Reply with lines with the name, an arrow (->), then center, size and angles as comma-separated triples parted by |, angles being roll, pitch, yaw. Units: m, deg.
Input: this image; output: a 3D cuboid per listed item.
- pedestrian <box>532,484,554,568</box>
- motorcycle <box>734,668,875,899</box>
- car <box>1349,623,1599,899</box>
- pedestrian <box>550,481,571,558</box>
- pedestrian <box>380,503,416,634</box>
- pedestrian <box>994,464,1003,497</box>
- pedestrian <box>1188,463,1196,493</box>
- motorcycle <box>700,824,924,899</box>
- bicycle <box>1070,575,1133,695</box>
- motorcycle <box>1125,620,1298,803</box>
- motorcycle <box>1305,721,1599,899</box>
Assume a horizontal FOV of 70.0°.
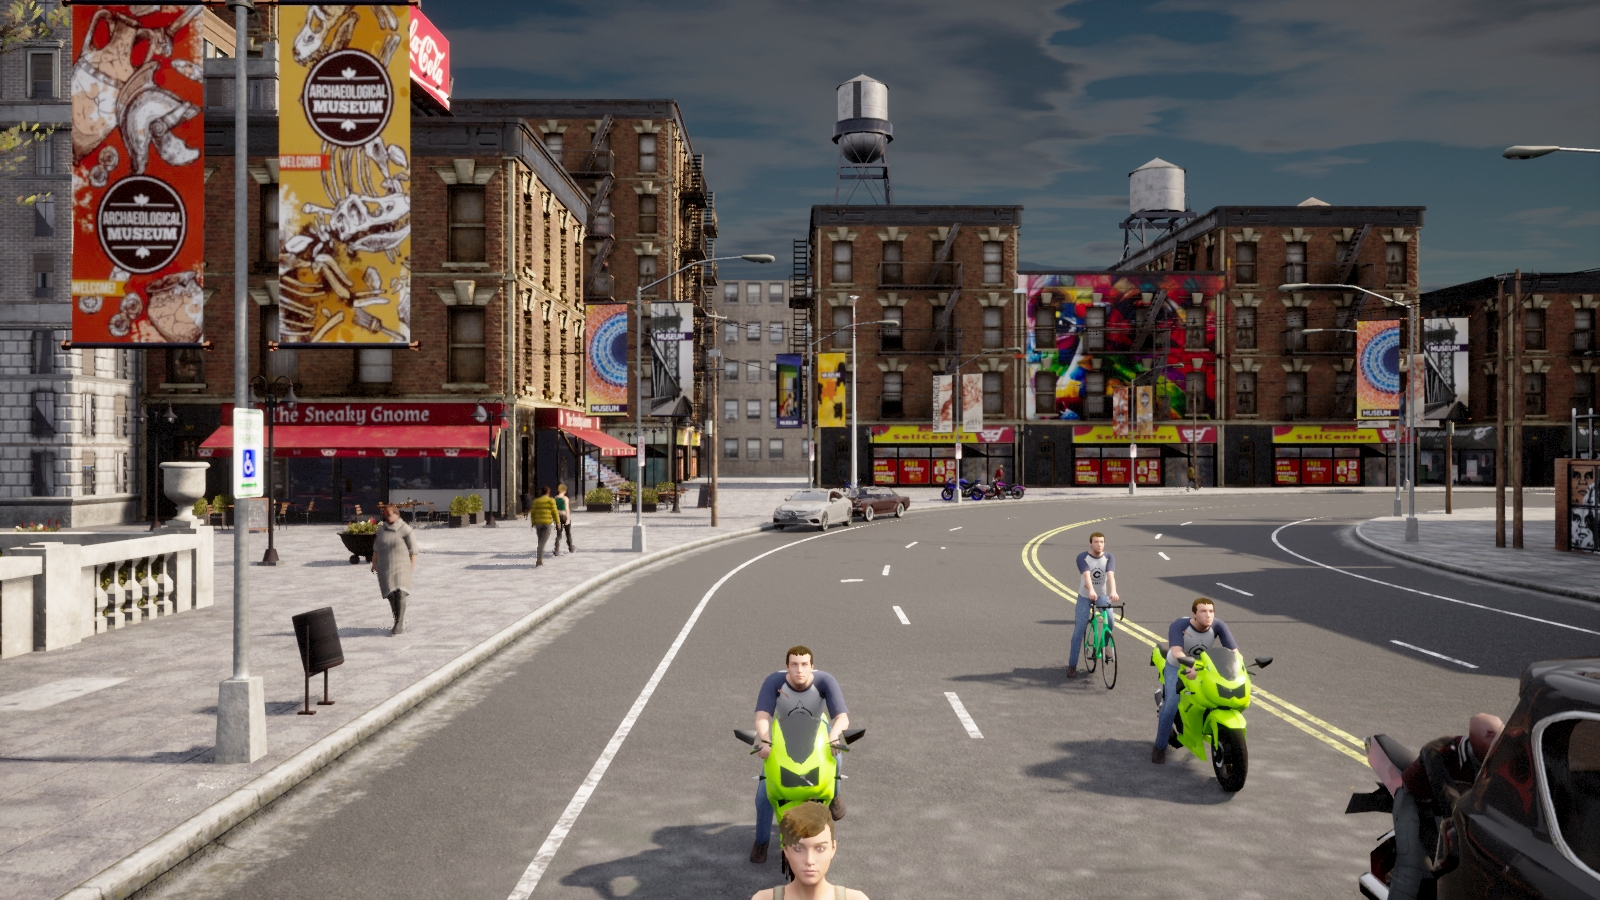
pedestrian -> -5.802, 1.706, 25.774 | 0.375, 1.860, 0.375 | 0, 0, 10
motorcycle -> 0.030, 2.215, 7.575 | 0.803, 1.145, 2.033 | 0, 0, 0
car -> 3.469, 1.785, 2.202 | 2.150, 2.045, 5.566 | 0, 0, 0
pedestrian -> -5.918, 1.709, 28.227 | 0.375, 1.860, 0.375 | 0, 0, 14
pedestrian -> -5.819, 1.703, 16.538 | 0.375, 1.860, 0.375 | 0, 0, 5
pedestrian -> 11.172, 1.723, 64.295 | 0.375, 1.860, 0.375 | 0, 0, -34
pedestrian -> 24.460, 1.723, 71.300 | 0.375, 1.860, 0.375 | 0, 0, -18
motorcycle -> 0.039, 2.172, 3.492 | 0.764, 1.277, 2.356 | 0, 0, 0
bicycle -> 3.650, 2.212, 13.929 | 0.373, 1.196, 1.643 | 0, 0, 1
motorcycle -> 3.536, 2.217, 10.038 | 0.803, 1.145, 2.033 | 0, 0, 0
motorcycle -> 3.502, 2.242, 5.849 | 0.867, 1.251, 2.209 | 1, -2, 0
